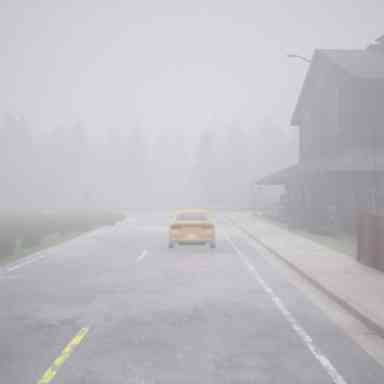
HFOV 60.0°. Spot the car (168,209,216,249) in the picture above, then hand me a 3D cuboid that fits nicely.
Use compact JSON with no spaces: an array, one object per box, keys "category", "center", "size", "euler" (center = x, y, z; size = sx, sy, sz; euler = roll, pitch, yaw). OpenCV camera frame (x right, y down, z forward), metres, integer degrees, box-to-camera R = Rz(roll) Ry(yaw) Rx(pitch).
[{"category":"car","center":[0.000,1.484,14.650],"size":[1.882,1.535,5.008],"euler":[0,0,0]}]

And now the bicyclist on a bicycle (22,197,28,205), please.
[{"category":"bicyclist on a bicycle","center":[-21.769,1.432,43.363],"size":[0.582,1.620,1.656],"euler":[0,9,0]}]
